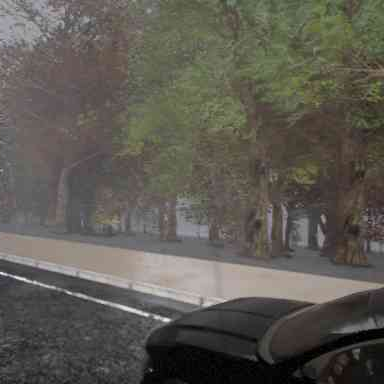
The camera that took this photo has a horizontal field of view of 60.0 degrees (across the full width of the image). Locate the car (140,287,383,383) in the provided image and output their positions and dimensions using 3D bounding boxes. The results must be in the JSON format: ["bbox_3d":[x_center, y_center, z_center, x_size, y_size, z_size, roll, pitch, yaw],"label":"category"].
[{"bbox_3d":[1.807,1.477,2.397,5.008,1.535,1.882,0,0,35],"label":"car"}]
